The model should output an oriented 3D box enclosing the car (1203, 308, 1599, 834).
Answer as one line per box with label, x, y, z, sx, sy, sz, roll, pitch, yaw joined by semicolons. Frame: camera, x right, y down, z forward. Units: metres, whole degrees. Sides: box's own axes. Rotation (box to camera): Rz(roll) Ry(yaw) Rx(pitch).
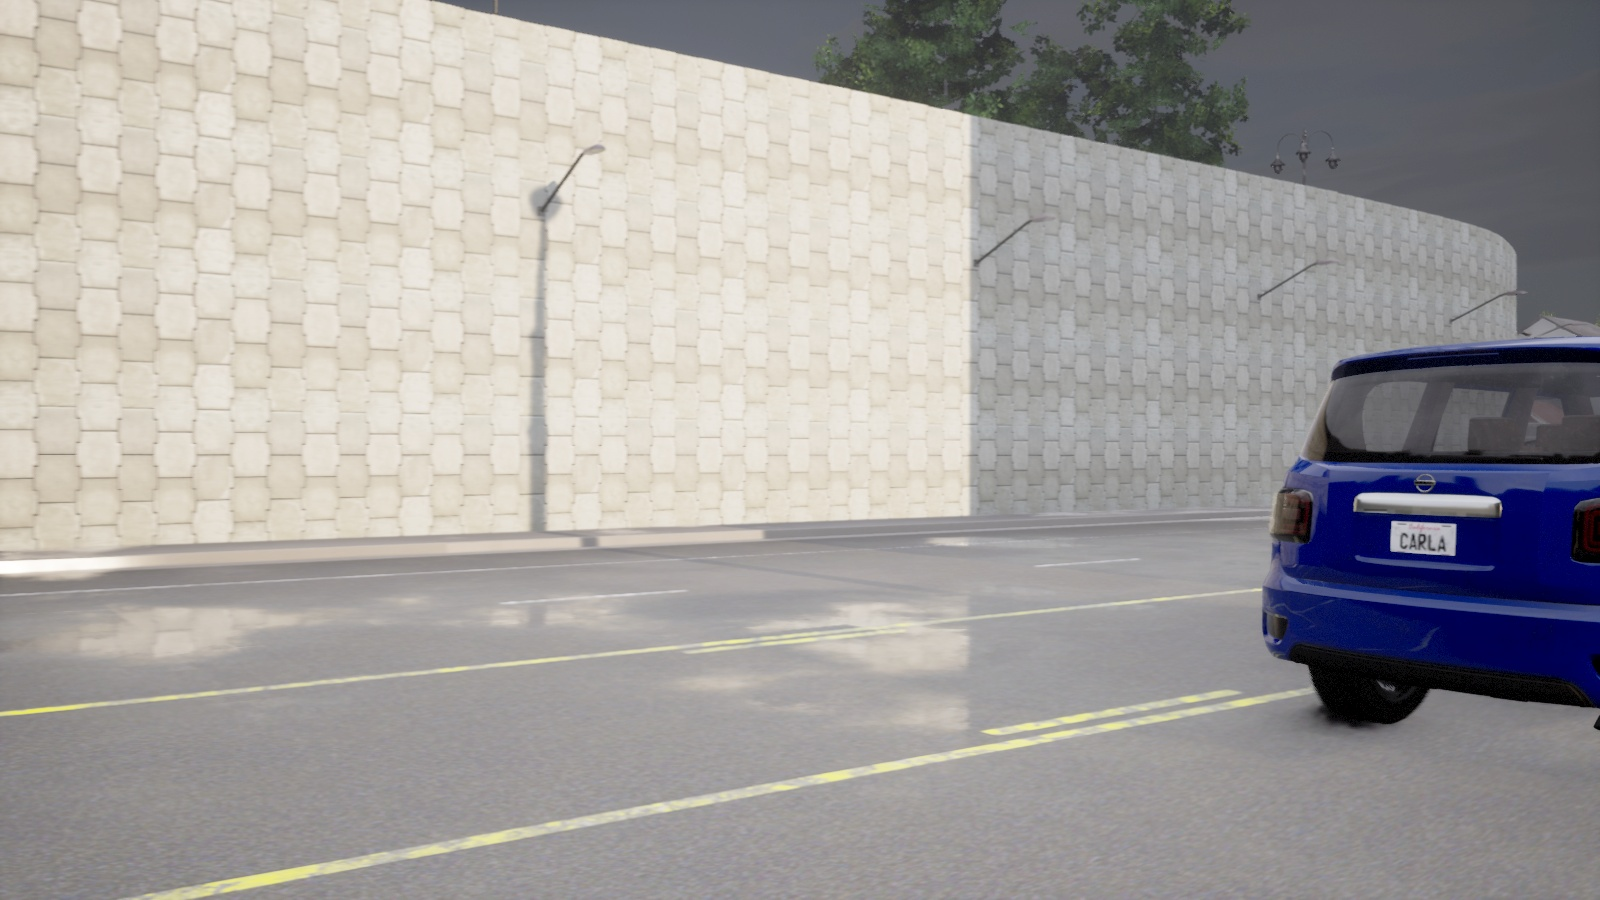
car;4.954;0.471;7.108;5.566;2.045;2.150;0;0;-35
